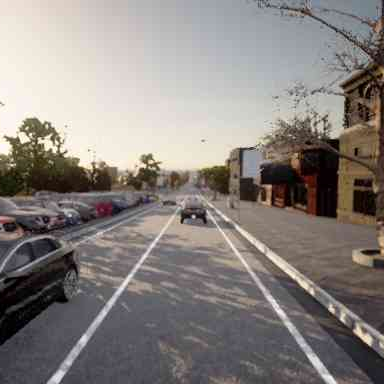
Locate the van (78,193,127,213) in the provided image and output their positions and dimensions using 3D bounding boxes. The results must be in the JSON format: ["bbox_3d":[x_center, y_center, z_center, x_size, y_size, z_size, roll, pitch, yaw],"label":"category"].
[{"bbox_3d":[-9.050,1.123,33.839,4.442,1.987,1.878,0,0,0],"label":"van"}]

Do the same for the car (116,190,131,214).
[{"bbox_3d":[-8.903,1.108,31.039,5.566,2.045,2.435,0,0,0],"label":"car"}]

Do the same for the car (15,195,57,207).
[{"bbox_3d":[-22.021,1.247,47.122,5.008,1.535,2.097,0,1,0],"label":"car"}]

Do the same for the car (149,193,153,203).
[{"bbox_3d":[-8.944,1.208,50.671,5.008,1.535,2.097,0,1,0],"label":"car"}]

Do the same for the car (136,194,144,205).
[{"bbox_3d":[-8.971,1.324,42.260,4.792,1.488,2.163,0,1,0],"label":"car"}]

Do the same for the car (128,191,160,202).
[{"bbox_3d":[-8.932,0.828,61.881,5.566,2.045,2.435,0,1,0],"label":"car"}]

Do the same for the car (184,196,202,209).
[{"bbox_3d":[0.117,1.326,42.123,2.033,1.411,5.357,0,0,0],"label":"car"}]

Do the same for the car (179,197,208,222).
[{"bbox_3d":[0.110,1.399,24.903,1.837,1.490,4.892,0,0,0],"label":"car"}]

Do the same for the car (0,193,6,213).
[{"bbox_3d":[-22.041,1.100,33.237,5.566,2.045,2.435,0,0,0],"label":"car"}]

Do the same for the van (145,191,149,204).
[{"bbox_3d":[-8.830,1.014,47.861,4.442,1.987,1.878,0,1,0],"label":"van"}]

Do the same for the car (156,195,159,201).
[{"bbox_3d":[-8.772,1.108,59.080,5.366,1.575,1.946,0,1,0],"label":"car"}]

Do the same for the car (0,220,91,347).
[{"bbox_3d":[-3.347,1.470,5.325,2.128,1.511,4.902,0,0,0],"label":"car"}]

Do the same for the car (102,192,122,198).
[{"bbox_3d":[-22.074,0.741,91.531,5.008,1.535,2.097,0,1,0],"label":"car"}]

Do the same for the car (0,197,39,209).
[{"bbox_3d":[-21.991,1.330,41.574,4.792,1.488,2.163,0,0,0],"label":"car"}]

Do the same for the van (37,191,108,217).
[{"bbox_3d":[-9.042,1.154,25.432,4.442,1.987,1.878,0,0,0],"label":"van"}]

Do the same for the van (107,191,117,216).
[{"bbox_3d":[-9.045,1.144,28.235,4.442,1.987,1.878,0,0,0],"label":"van"}]

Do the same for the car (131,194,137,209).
[{"bbox_3d":[-8.942,1.333,36.648,4.892,1.521,2.231,0,0,0],"label":"car"}]

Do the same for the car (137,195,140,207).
[{"bbox_3d":[-8.936,1.355,39.452,4.674,1.452,2.002,0,0,0],"label":"car"}]

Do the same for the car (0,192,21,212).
[{"bbox_3d":[-21.987,1.085,36.014,5.566,2.045,2.435,0,0,0],"label":"car"}]

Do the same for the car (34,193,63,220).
[{"bbox_3d":[-8.886,1.170,14.218,5.566,2.045,2.435,0,0,0],"label":"car"}]

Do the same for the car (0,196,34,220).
[{"bbox_3d":[-8.884,1.180,11.415,5.566,2.045,2.435,0,0,0],"label":"car"}]

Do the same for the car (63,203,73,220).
[{"bbox_3d":[-8.915,1.451,17.023,4.674,1.452,2.002,0,0,0],"label":"car"}]

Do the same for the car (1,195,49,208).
[{"bbox_3d":[-22.208,1.271,44.345,5.366,1.575,1.946,0,1,0],"label":"car"}]

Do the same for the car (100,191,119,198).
[{"bbox_3d":[-22.097,0.646,88.754,4.553,1.767,2.185,0,1,0],"label":"car"}]

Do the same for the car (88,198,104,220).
[{"bbox_3d":[-8.916,1.391,22.629,4.892,1.521,2.231,0,0,0],"label":"car"}]

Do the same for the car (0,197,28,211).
[{"bbox_3d":[-22.047,1.349,38.791,4.792,1.488,2.163,0,0,0],"label":"car"}]

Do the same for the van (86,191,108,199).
[{"bbox_3d":[-22.172,0.672,77.650,4.442,1.987,1.878,0,1,0],"label":"van"}]

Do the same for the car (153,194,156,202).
[{"bbox_3d":[-8.958,1.184,56.277,4.674,1.452,2.002,0,1,0],"label":"car"}]

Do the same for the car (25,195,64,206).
[{"bbox_3d":[-22.022,1.218,49.900,4.892,1.521,2.231,0,1,0],"label":"car"}]

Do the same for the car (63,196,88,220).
[{"bbox_3d":[-8.951,1.275,19.826,4.553,1.767,2.185,0,0,0],"label":"car"}]

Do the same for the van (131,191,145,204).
[{"bbox_3d":[-9.061,1.041,45.060,4.442,1.987,1.878,0,1,0],"label":"van"}]

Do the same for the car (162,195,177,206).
[{"bbox_3d":[-3.306,1.245,49.045,1.812,1.442,4.674,0,0,0],"label":"car"}]

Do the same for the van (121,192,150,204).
[{"bbox_3d":[-9.069,0.950,53.471,4.442,1.987,1.878,0,1,0],"label":"van"}]

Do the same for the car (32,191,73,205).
[{"bbox_3d":[-22.002,0.934,52.671,5.566,2.045,2.435,0,1,0],"label":"car"}]
